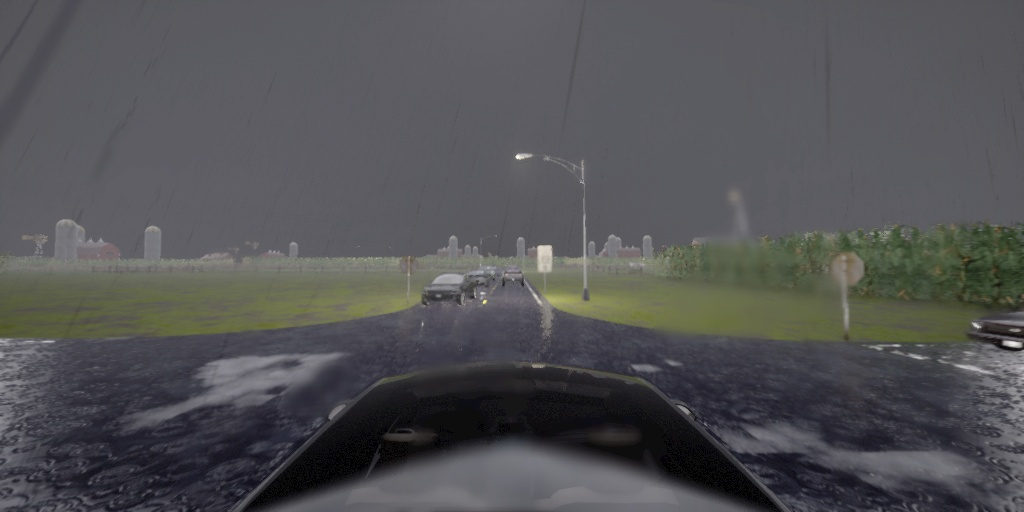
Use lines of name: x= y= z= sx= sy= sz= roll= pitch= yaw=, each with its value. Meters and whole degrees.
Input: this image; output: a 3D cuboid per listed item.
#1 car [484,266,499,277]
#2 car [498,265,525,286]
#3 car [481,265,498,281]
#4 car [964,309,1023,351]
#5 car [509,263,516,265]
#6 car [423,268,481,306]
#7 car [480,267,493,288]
car: x=-2.788 y=2.160 z=50.471 sx=1.812 sy=1.442 sz=4.674 roll=0 pitch=-1 yaw=0
car: x=0.091 y=1.794 z=32.042 sx=2.128 sy=1.511 sz=4.902 roll=0 pitch=-1 yaw=0
car: x=-2.846 y=1.815 z=40.150 sx=2.097 sy=1.767 sz=4.553 roll=0 pitch=-1 yaw=0
car: x=13.416 y=1.517 z=7.718 sx=5.357 sy=1.411 sz=2.033 roll=0 pitch=-2 yaw=0
car: x=0.086 y=2.080 z=57.527 sx=2.097 sy=1.767 sz=4.553 roll=0 pitch=-1 yaw=0
car: x=-3.035 y=1.568 z=18.268 sx=1.882 sy=1.535 sz=5.008 roll=0 pitch=-1 yaw=4
car: x=-2.852 y=1.843 z=29.300 sx=1.994 sy=1.385 sz=4.181 roll=0 pitch=-1 yaw=0
